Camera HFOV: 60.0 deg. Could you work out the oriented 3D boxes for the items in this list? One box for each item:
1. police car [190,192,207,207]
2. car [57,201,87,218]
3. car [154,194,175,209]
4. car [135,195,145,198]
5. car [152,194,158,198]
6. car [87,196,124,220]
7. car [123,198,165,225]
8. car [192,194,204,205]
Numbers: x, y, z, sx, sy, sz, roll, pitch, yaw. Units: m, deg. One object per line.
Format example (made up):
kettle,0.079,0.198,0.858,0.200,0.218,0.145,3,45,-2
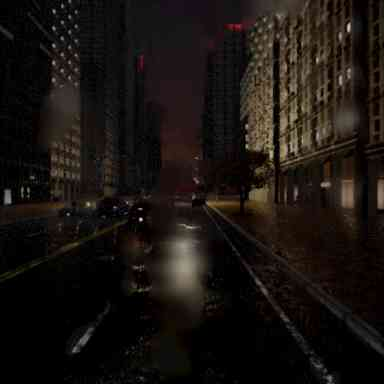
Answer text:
police car,0.971,1.214,45.557,1.930,1.638,5.238,0,0,0
car,-9.776,1.468,28.515,1.895,1.301,4.718,0,0,0
car,-3.159,1.358,40.770,2.033,1.411,5.357,0,0,0
car,-9.777,1.276,62.073,1.994,1.385,4.181,0,0,0
car,-6.527,1.217,62.058,1.837,1.490,4.892,0,0,0
car,-6.539,1.226,26.959,2.097,1.767,4.553,0,0,0
car,-3.152,1.400,22.887,1.837,1.490,4.892,0,1,0
car,0.970,1.198,55.639,1.801,1.575,5.366,0,0,0
